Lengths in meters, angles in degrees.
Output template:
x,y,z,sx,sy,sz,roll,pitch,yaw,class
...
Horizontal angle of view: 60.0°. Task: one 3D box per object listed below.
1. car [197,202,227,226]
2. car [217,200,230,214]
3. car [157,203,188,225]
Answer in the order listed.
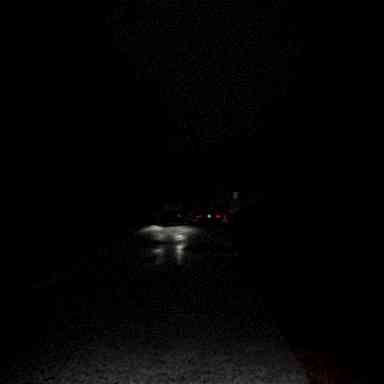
x,y,z,sx,sy,sz,roll,pitch,yaw,class
1.396,1.702,24.547,2.033,1.411,5.357,0,-1,6,car
3.804,2.055,42.268,1.895,1.301,4.718,0,-1,10,car
-1.430,1.629,25.706,1.882,1.535,5.008,0,-1,6,car
